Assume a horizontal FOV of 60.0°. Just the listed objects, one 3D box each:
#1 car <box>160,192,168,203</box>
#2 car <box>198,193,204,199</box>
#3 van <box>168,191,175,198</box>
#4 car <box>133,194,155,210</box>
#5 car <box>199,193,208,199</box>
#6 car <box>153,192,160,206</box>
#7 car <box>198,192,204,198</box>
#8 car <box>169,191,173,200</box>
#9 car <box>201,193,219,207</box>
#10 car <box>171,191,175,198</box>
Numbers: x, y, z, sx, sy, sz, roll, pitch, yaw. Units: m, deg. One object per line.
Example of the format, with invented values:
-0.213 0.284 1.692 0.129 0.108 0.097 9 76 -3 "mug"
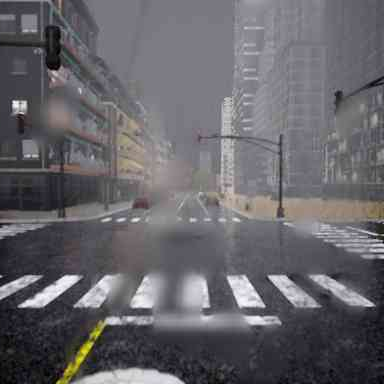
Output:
-5.747 0.915 55.390 2.192 1.841 5.009 -1 0 0 "car"
2.595 1.072 66.752 2.008 1.369 4.403 -1 0 0 "car"
-5.777 0.670 94.930 1.690 1.788 3.998 -1 0 0 "van"
-5.731 1.264 38.444 1.887 1.381 4.507 -1 0 0 "car"
2.586 0.988 78.050 1.887 1.381 4.507 -1 0 0 "car"
-5.737 1.119 44.092 1.967 1.590 4.097 -1 0 0 "car"
2.572 0.853 95.167 1.752 1.417 4.829 -1 0 0 "car"
-5.757 1.065 72.338 1.802 1.307 4.206 -1 0 0 "car"
2.612 1.223 44.157 1.887 1.381 4.507 -1 0 0 "car"
-5.774 0.682 89.282 2.192 1.841 5.009 -1 0 0 "car"
